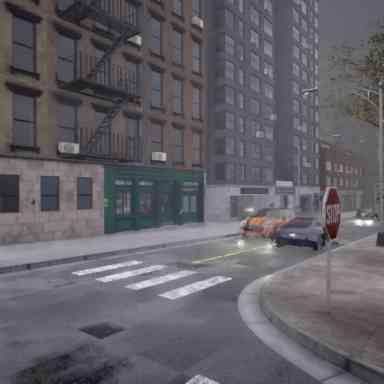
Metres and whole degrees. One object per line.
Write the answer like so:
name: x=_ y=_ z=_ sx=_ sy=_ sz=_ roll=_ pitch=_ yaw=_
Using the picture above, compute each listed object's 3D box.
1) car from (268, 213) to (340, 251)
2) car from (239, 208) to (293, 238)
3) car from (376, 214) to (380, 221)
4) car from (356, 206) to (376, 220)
car: x=5.650 y=1.898 z=16.042 sx=1.994 sy=1.385 sz=4.181 roll=0 pitch=-1 yaw=39
car: x=4.633 y=1.747 z=19.495 sx=2.097 sy=1.767 sz=4.553 roll=0 pitch=-2 yaw=39
car: x=22.190 y=2.301 z=36.748 sx=2.097 sy=1.767 sz=4.553 roll=0 pitch=-1 yaw=39
car: x=21.214 y=2.500 z=40.153 sx=2.128 sy=1.511 sz=4.902 roll=0 pitch=-2 yaw=39
